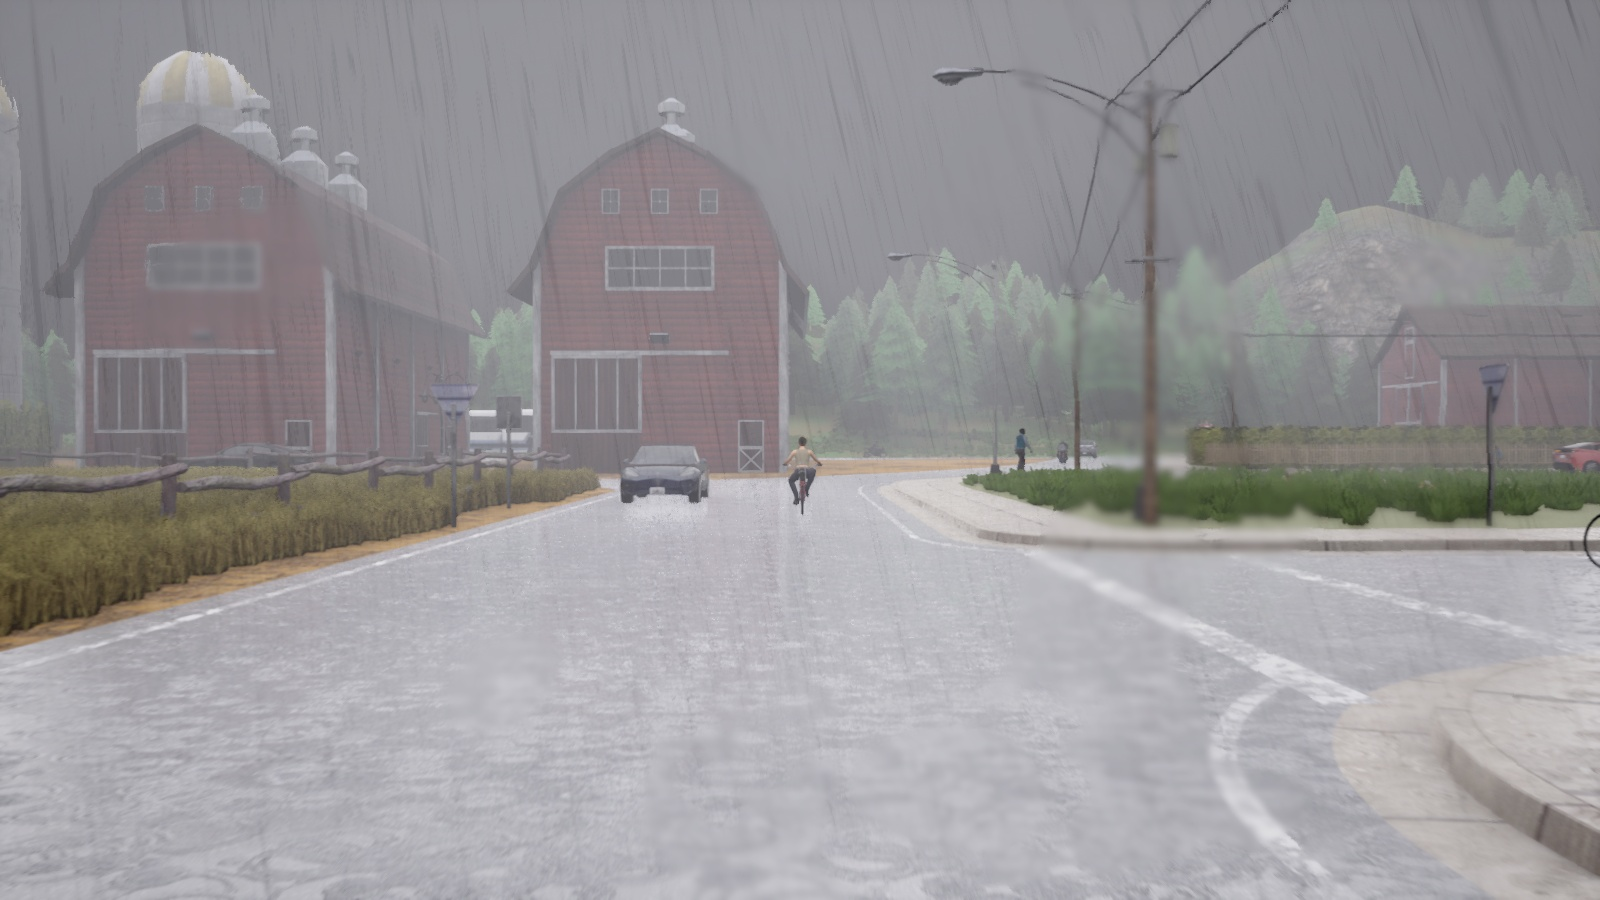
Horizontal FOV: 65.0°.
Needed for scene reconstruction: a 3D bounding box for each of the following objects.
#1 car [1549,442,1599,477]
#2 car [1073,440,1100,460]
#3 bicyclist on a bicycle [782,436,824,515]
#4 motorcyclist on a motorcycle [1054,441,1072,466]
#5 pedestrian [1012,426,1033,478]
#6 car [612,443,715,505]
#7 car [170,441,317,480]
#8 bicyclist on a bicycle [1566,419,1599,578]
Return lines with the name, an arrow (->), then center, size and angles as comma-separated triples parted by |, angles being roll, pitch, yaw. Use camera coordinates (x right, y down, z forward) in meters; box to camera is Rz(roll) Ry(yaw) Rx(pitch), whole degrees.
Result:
car -> 35.394, 0.399, 54.573 | 4.514, 1.525, 2.007 | 0, 0, 0
car -> 22.131, -0.014, 96.923 | 1.845, 1.501, 3.633 | 0, 0, 17
bicyclist on a bicycle -> 0.058, 0.527, 26.559 | 0.866, 1.612, 1.509 | 0, 0, 0
motorcyclist on a motorcycle -> 16.434, 0.180, 78.420 | 0.866, 1.530, 2.191 | 0, 1, 19
pedestrian -> 8.302, 0.085, 46.849 | 0.692, 1.930, 0.396 | 0, 0, -35
car -> -3.442, 0.552, 32.509 | 2.163, 1.488, 4.792 | 0, 0, 0
car -> -22.109, 0.412, 50.038 | 5.008, 1.535, 1.882 | 0, 0, -3
bicyclist on a bicycle -> 9.850, 0.540, 14.292 | 1.843, 1.776, 0.659 | 0, 0, -1
